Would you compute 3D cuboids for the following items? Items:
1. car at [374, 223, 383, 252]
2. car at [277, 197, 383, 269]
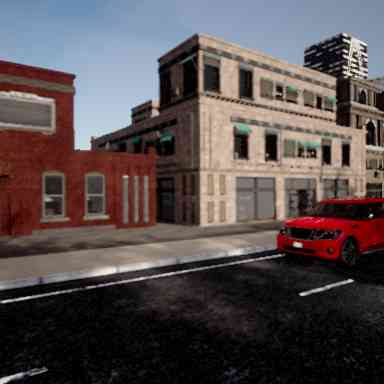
[{"bbox_3d":[7.311,1.544,8.898,5.357,1.411,2.033,0,0,-35],"label":"car"},{"bbox_3d":[5.403,1.218,11.530,5.566,2.045,2.150,0,0,-35],"label":"car"}]
